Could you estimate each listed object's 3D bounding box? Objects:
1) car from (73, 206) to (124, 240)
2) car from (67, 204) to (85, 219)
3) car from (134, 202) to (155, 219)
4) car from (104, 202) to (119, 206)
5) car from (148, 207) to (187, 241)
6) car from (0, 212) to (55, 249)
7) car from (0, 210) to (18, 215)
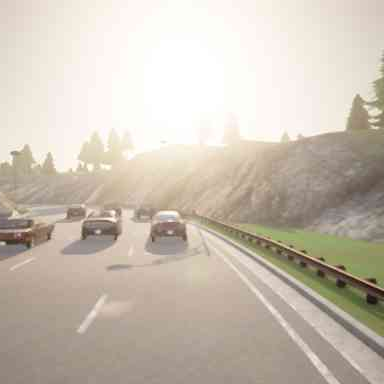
[{"bbox_3d":[-4.961,1.783,18.801,2.128,1.511,4.902,0,-1,-8],"label":"car"},{"bbox_3d":[-12.335,2.049,35.837,1.882,1.535,5.008,0,-1,-16],"label":"car"},{"bbox_3d":[-5.060,1.872,35.813,2.097,1.767,4.553,0,-1,-15],"label":"car"},{"bbox_3d":[-8.687,1.897,35.760,2.097,1.767,4.553,0,-1,-16],"label":"car"},{"bbox_3d":[-1.340,1.782,18.202,1.812,1.442,4.674,0,-1,-8],"label":"car"},{"bbox_3d":[-8.088,1.875,15.936,1.895,1.301,4.718,0,-1,-7],"label":"car"},{"bbox_3d":[-12.817,1.968,23.189,1.994,1.385,4.181,0,-1,-11],"label":"car"}]
